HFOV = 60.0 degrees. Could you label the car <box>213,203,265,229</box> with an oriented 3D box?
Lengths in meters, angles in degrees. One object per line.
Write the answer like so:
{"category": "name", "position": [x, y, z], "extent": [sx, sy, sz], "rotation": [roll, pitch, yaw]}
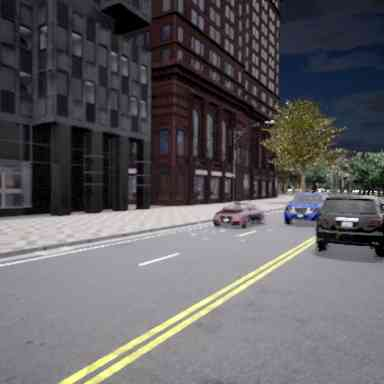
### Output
{"category": "car", "position": [2.927, 1.361, 20.152], "extent": [1.994, 1.385, 4.181], "rotation": [1, 1, 32]}

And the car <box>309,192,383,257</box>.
{"category": "car", "position": [6.386, 1.123, 12.983], "extent": [2.150, 2.045, 5.566], "rotation": [1, 1, 32]}

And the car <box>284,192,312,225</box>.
{"category": "car", "position": [7.789, 1.039, 21.848], "extent": [2.150, 2.045, 5.566], "rotation": [1, 0, 32]}
